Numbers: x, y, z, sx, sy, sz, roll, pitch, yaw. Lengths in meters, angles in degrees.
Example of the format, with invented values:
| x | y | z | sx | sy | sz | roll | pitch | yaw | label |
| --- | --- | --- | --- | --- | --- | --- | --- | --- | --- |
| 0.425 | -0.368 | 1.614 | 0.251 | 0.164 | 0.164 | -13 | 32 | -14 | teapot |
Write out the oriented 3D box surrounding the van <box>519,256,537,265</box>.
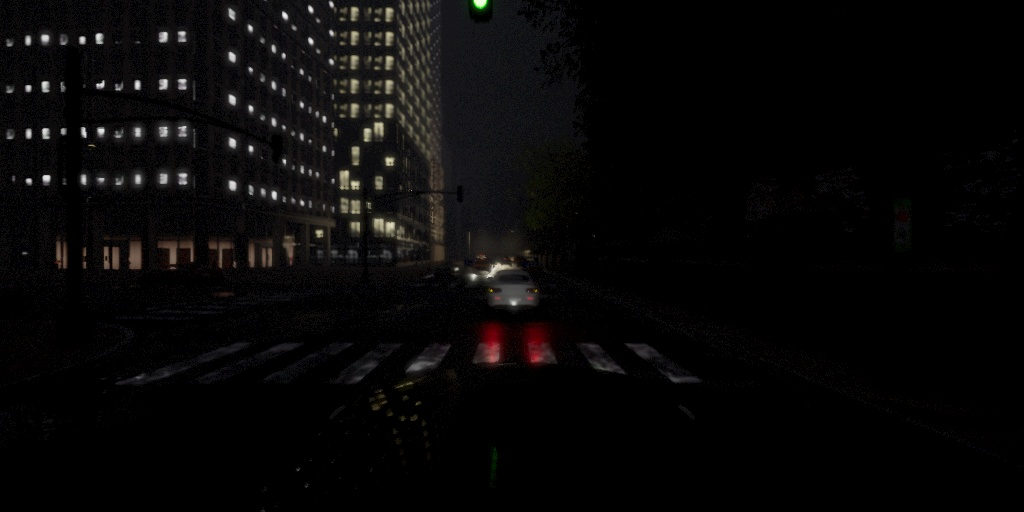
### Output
| x | y | z | sx | sy | sz | roll | pitch | yaw | label |
| --- | --- | --- | --- | --- | --- | --- | --- | --- | --- |
| 2.114 | 0.950 | 42.227 | 1.690 | 1.789 | 3.998 | 0 | 0 | -1 | van |

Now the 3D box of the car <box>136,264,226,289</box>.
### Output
| x | y | z | sx | sy | sz | roll | pitch | yaw | label |
| --- | --- | --- | --- | --- | --- | --- | --- | --- | --- |
| -18.035 | 1.078 | 19.649 | 4.207 | 1.307 | 1.802 | 0 | 0 | 4 | car |

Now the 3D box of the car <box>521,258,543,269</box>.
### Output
| x | y | z | sx | sy | sz | roll | pitch | yaw | label |
| --- | --- | --- | --- | --- | --- | --- | --- | --- | --- |
| 2.223 | 1.155 | 36.853 | 1.751 | 1.417 | 4.829 | 0 | 0 | -1 | car |

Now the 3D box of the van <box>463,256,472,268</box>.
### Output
| x | y | z | sx | sy | sz | roll | pitch | yaw | label |
| --- | --- | --- | --- | --- | --- | --- | --- | --- | --- |
| -6.178 | 0.911 | 52.998 | 1.690 | 1.789 | 3.998 | 0 | 0 | -2 | van |

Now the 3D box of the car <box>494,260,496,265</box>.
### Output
| x | y | z | sx | sy | sz | roll | pitch | yaw | label |
| --- | --- | --- | --- | --- | --- | --- | --- | --- | --- |
| -3.628 | 1.080 | 56.836 | 1.812 | 1.442 | 4.674 | 0 | 0 | -1 | car |

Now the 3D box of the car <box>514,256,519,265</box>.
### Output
| x | y | z | sx | sy | sz | roll | pitch | yaw | label |
| --- | --- | --- | --- | --- | --- | --- | --- | --- | --- |
| 1.677 | 1.070 | 59.024 | 1.751 | 1.417 | 4.829 | 0 | 0 | -2 | car |

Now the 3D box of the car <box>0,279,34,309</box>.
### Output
| x | y | z | sx | sy | sz | roll | pitch | yaw | label |
| --- | --- | --- | --- | --- | --- | --- | --- | --- | --- |
| -18.121 | 1.125 | 11.536 | 4.207 | 1.307 | 1.802 | 0 | 0 | 4 | car |

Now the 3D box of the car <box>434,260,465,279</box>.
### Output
| x | y | z | sx | sy | sz | roll | pitch | yaw | label |
| --- | --- | --- | --- | --- | --- | --- | --- | --- | --- |
| -5.553 | 1.203 | 30.821 | 2.007 | 1.370 | 4.403 | 0 | 0 | -1 | car |

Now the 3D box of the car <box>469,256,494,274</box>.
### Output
| x | y | z | sx | sy | sz | roll | pitch | yaw | label |
| --- | --- | --- | --- | --- | --- | --- | --- | --- | --- |
| -3.241 | 1.098 | 39.360 | 1.882 | 1.535 | 5.008 | 0 | 0 | -1 | car |

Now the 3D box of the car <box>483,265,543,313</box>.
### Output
| x | y | z | sx | sy | sz | roll | pitch | yaw | label |
| --- | --- | --- | --- | --- | --- | --- | --- | --- | --- |
| 0.049 | 1.229 | 13.581 | 1.812 | 1.442 | 4.674 | 0 | 0 | 0 | car |

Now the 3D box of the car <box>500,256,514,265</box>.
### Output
| x | y | z | sx | sy | sz | roll | pitch | yaw | label |
| --- | --- | --- | --- | --- | --- | --- | --- | --- | --- |
| -0.942 | 1.030 | 60.767 | 2.128 | 1.511 | 4.902 | 0 | 0 | -2 | car |
